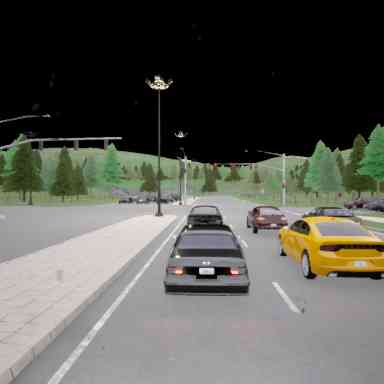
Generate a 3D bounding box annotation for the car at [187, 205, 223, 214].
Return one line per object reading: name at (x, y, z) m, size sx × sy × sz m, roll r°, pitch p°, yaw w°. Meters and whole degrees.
car at (0.738, 1.478, 18.638) m, size 1.882 × 1.535 × 5.008 m, roll 0°, pitch 0°, yaw 3°

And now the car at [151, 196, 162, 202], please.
car at (-8.375, 1.552, 79.290) m, size 1.994 × 1.385 × 4.181 m, roll 0°, pitch 0°, yaw 2°

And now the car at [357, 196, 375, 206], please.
car at (22.381, 1.492, 38.384) m, size 4.902 × 1.511 × 2.128 m, roll 0°, pitch 0°, yaw 3°

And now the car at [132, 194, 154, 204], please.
car at (-9.115, 1.491, 62.327) m, size 2.128 × 1.511 × 4.902 m, roll 0°, pitch 0°, yaw 3°

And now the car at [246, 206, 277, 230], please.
car at (4.272, 1.526, 19.242) m, size 1.812 × 1.442 × 4.674 m, roll 0°, pitch 0°, yaw 3°

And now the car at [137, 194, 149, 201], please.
car at (-11.812, 1.355, 80.947) m, size 2.097 × 1.767 × 4.553 m, roll 0°, pitch 0°, yaw 2°

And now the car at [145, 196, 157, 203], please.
car at (-8.700, 1.552, 71.179) m, size 1.994 × 1.385 × 4.181 m, roll 0°, pitch 0°, yaw 2°

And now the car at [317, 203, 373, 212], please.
car at (7.757, 1.547, 18.857) m, size 2.033 × 1.411 × 5.357 m, roll 0°, pitch 0°, yaw 3°

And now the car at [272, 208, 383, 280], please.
car at (3.939, 1.478, 10.024) m, size 1.882 × 1.535 × 5.008 m, roll 0°, pitch 0°, yaw 3°

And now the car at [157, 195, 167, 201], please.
car at (-7.967, 1.524, 89.416) m, size 2.128 × 1.511 × 4.902 m, roll 0°, pitch 0°, yaw 2°

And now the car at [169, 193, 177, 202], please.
car at (-5.150, 1.355, 72.370) m, size 2.097 × 1.767 × 4.553 m, roll 0°, pitch 0°, yaw 2°

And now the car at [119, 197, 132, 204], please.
car at (-12.554, 1.564, 63.471) m, size 1.994 × 1.385 × 4.181 m, roll 0°, pitch 0°, yaw 3°

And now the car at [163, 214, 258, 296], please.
car at (0.384, 1.547, 8.818) m, size 2.033 × 1.411 × 5.357 m, roll 0°, pitch 0°, yaw 2°

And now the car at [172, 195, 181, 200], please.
car at (-4.306, 1.533, 93.065) m, size 2.033 × 1.411 × 5.357 m, roll 0°, pitch 0°, yaw 3°

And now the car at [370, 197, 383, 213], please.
car at (22.227, 1.547, 34.886) m, size 5.357 × 1.411 × 2.033 m, roll 0°, pitch 0°, yaw 3°

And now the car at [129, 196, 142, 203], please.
car at (-12.167, 1.524, 72.091) m, size 1.812 × 1.442 × 4.674 m, roll 0°, pitch 0°, yaw 2°

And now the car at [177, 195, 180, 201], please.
car at (-4.738, 1.225, 82.662) m, size 2.150 × 2.045 × 5.566 m, roll 0°, pitch 0°, yaw 2°

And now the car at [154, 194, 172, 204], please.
car at (-5.555, 1.600, 63.436) m, size 1.895 × 1.301 × 4.718 m, roll 0°, pitch 0°, yaw 3°

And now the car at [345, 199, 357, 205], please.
car at (21.573, 1.351, 41.931) m, size 4.553 × 1.767 × 2.097 m, roll 0°, pitch 0°, yaw 3°

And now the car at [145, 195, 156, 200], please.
car at (-11.398, 1.539, 91.181) m, size 2.033 × 1.411 × 5.357 m, roll 0°, pitch 0°, yaw 2°
